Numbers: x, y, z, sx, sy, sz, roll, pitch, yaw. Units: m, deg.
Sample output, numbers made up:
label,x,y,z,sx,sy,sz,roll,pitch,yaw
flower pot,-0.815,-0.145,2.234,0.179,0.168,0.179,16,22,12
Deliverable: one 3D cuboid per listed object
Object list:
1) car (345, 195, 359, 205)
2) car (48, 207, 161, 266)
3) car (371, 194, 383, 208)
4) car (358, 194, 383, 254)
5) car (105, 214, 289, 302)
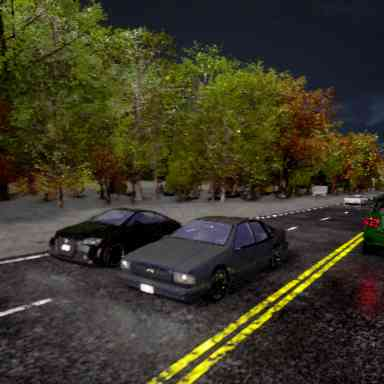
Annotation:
label,x,y,z,sx,sy,sz,roll,pitch,yaw
car,21.508,1.050,43.838,1.895,1.301,4.718,3,2,35
car,-1.977,1.180,9.855,1.994,1.385,4.181,3,2,35
car,24.129,1.094,41.908,2.128,1.511,4.902,3,2,35
car,7.719,1.127,12.088,2.150,2.045,5.566,3,2,35
car,0.730,1.316,8.064,2.033,1.411,5.357,3,2,35
